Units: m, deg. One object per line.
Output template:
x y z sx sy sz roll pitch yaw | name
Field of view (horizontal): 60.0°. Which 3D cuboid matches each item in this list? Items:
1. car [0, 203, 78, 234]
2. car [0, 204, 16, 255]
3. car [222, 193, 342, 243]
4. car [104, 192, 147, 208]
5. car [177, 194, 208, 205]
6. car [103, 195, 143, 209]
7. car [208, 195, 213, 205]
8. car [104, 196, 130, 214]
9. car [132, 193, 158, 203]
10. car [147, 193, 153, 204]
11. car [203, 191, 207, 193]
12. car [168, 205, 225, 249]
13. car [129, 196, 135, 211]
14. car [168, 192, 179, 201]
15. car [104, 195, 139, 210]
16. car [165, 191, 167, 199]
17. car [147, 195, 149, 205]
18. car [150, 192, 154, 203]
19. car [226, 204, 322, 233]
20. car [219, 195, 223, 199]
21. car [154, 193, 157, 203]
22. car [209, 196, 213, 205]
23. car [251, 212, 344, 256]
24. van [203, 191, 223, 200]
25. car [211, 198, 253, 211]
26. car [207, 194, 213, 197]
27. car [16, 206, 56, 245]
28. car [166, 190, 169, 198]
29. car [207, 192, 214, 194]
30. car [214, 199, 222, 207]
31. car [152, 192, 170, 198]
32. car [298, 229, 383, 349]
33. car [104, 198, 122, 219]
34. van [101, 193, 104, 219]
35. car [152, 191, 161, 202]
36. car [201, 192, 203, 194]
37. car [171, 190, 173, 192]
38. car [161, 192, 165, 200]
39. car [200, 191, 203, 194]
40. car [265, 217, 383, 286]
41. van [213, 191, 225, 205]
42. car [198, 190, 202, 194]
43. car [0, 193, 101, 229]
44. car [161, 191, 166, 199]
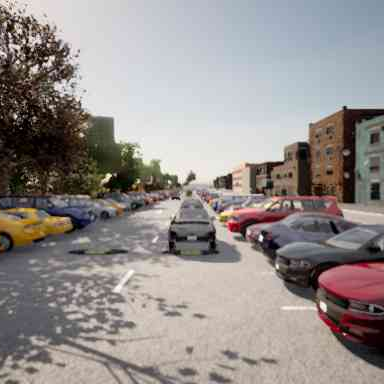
-8.718 1.485 16.302 5.366 1.575 1.946 0 0 0 | car
-8.566 1.389 10.608 4.553 1.767 2.185 0 0 0 | car
4.519 1.236 16.335 5.566 2.045 2.435 0 0 0 | car
-8.495 1.105 38.580 5.566 2.045 2.435 0 0 0 | car
0.015 1.284 29.049 2.097 1.767 4.553 0 0 0 | car
-8.491 1.212 41.365 4.553 1.767 2.185 0 0 0 | car
4.561 1.373 35.819 5.008 1.535 2.097 0 0 0 | car
-8.532 1.407 30.226 5.008 1.535 2.097 0 0 0 | car
-8.545 1.071 60.860 4.553 1.767 2.185 0 0 0 | car
-8.514 1.300 46.936 5.008 1.535 2.097 0 0 0 | car
4.596 1.093 58.084 4.553 1.767 2.185 0 0 0 | car
0.012 1.473 14.248 2.128 1.511 4.902 0 -1 0 | car
-8.532 1.391 33.011 4.892 1.521 2.231 0 0 0 | car
-3.469 1.225 71.693 1.895 1.301 4.718 0 0 0 | car
-8.553 1.403 35.794 4.792 1.488 2.163 0 0 0 | car
-8.694 1.106 71.875 5.366 1.575 1.946 0 0 0 | car
-8.523 1.358 44.151 4.674 1.452 2.002 0 0 0 | car
-8.486 1.154 49.719 4.553 1.767 2.185 0 0 0 | car
4.554 1.471 19.119 5.008 1.535 2.097 0 0 0 | car
4.582 1.315 24.560 4.553 1.767 2.185 0 0 0 | car
-8.522 1.260 52.505 5.008 1.535 2.097 0 0 0 | car
4.549 1.390 33.036 5.008 1.535 2.097 0 0 0 | car
4.574 1.544 10.768 4.792 1.488 2.163 0 0 0 | car
4.688 0.860 74.659 4.442 1.987 1.878 0 0 0 | van
4.554 1.396 38.603 4.674 1.452 2.002 0 0 0 | car
4.743 1.334 41.386 5.366 1.575 1.946 0 0 0 | car
-8.528 1.504 13.393 5.008 1.535 2.097 0 0 0 | car
-8.536 0.835 74.658 5.566 2.045 2.435 0 0 0 | car
4.590 1.193 44.168 4.553 1.767 2.185 0 0 0 | car
4.364 1.453 21.903 5.366 1.575 1.946 0 0 0 | car
-8.470 0.822 91.494 4.553 1.767 2.185 0 0 0 | car
4.549 1.513 5.191 5.008 1.535 2.097 0 0 0 | car
-8.530 1.464 27.441 4.674 1.452 2.002 0 0 0 | car
-8.414 1.230 21.870 4.442 1.987 1.878 0 0 0 | van
-8.488 0.988 55.290 5.566 2.045 2.435 0 0 0 | car
4.560 1.198 60.870 4.892 1.521 2.231 0 0 0 | car
-8.530 0.719 88.707 5.566 2.045 2.435 0 0 0 | car
-8.481 1.182 66.430 4.792 1.488 2.163 0 0 0 | car
4.575 1.154 66.436 4.892 1.521 2.231 0 0 0 | car
4.549 1.518 7.980 5.008 1.535 2.097 0 0 0 | car
4.437 1.181 30.251 4.442 1.987 1.878 0 0 0 | van
4.599 0.856 72.000 5.566 2.045 2.435 0 0 0 | car
-8.503 1.220 19.085 5.566 2.045 2.435 0 0 0 | car
-8.515 1.130 69.216 5.008 1.535 2.097 0 0 0 | car
